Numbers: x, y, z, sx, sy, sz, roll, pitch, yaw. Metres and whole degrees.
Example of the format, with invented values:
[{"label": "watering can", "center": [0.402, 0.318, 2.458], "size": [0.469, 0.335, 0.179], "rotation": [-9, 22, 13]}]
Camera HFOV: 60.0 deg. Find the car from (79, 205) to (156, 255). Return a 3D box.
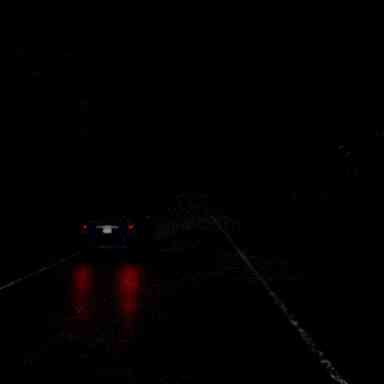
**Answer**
[{"label": "car", "center": [-2.744, 1.296, 13.187], "size": [2.097, 1.767, 4.553], "rotation": [0, 0, 2]}]
